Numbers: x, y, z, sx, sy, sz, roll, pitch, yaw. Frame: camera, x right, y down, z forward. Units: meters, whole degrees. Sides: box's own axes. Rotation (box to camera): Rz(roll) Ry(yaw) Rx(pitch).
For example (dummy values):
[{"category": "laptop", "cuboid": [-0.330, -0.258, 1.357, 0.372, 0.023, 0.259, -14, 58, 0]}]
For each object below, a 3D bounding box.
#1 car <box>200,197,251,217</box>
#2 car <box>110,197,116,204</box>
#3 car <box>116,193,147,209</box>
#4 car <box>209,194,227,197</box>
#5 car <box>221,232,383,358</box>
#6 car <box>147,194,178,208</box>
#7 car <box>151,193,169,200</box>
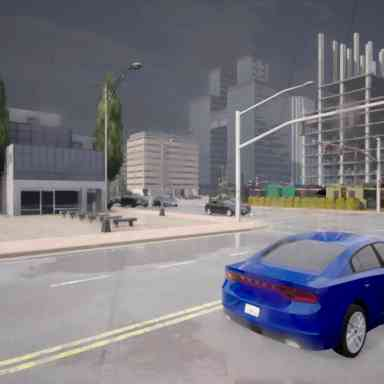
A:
[{"category": "car", "cuboid": [3.164, 1.502, 31.435, 1.837, 1.490, 4.892, 0, 1, -36]}, {"category": "car", "cuboid": [-14.715, 1.601, 61.942, 1.994, 1.385, 4.181, 0, 0, -36]}, {"category": "car", "cuboid": [-8.140, 1.221, 46.881, 2.150, 2.045, 5.566, 0, 0, -36]}, {"category": "car", "cuboid": [4.243, 1.352, 35.886, 2.097, 1.767, 4.553, 0, 0, -36]}, {"category": "car", "cuboid": [2.766, 1.478, 6.126, 5.008, 1.535, 1.882, 0, 0, -38]}, {"category": "car", "cuboid": [-3.851, 1.490, 46.946, 2.128, 1.511, 4.902, 0, 0, -36]}, {"category": "car", "cuboid": [-8.535, 1.153, 89.499, 4.605, 1.855, 1.932, 0, 0, -38]}]
